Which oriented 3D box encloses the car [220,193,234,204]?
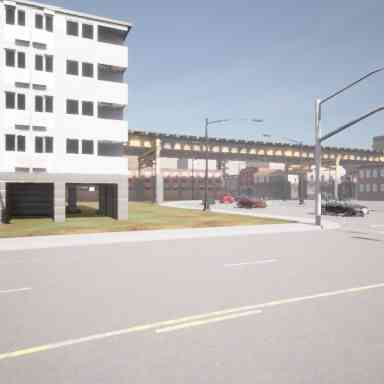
[{"bbox_3d":[6.751,1.222,65.725,2.150,2.045,5.566,0,0,11],"label":"car"}]

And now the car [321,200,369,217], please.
[{"bbox_3d":[13.955,1.491,30.980,2.128,1.511,4.902,0,0,-26],"label":"car"}]

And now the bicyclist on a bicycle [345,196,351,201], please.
[{"bbox_3d":[20.236,1.303,43.344,1.656,1.620,0.582,0,0,-25],"label":"bicyclist on a bicycle"}]

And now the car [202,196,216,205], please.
[{"bbox_3d":[2.865,1.506,57.821,1.837,1.490,4.892,0,0,-5],"label":"car"}]

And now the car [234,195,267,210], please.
[{"bbox_3d":[7.895,1.477,43.910,1.882,1.535,5.008,0,0,-24],"label":"car"}]
